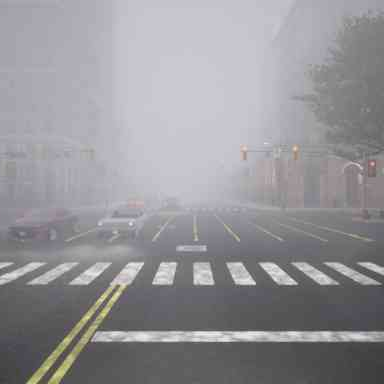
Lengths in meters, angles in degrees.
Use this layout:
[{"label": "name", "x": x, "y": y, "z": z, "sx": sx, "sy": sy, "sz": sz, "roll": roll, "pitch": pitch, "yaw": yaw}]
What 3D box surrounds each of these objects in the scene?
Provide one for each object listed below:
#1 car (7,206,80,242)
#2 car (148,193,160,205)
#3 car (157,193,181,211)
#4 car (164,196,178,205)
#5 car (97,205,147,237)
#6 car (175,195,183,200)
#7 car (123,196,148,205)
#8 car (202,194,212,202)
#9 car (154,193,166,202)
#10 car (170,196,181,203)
[{"label": "car", "x": -7.122, "y": 1.475, "z": 16.441, "sx": 1.882, "sy": 1.535, "sz": 5.008, "roll": 0, "pitch": 0, "yaw": 0}, {"label": "car", "x": -7.171, "y": 1.211, "z": 61.232, "sx": 2.150, "sy": 2.045, "sz": 5.566, "roll": 0, "pitch": 0, "yaw": 1}, {"label": "car", "x": -2.649, "y": 1.344, "z": 40.290, "sx": 2.097, "sy": 1.767, "sz": 4.553, "roll": 0, "pitch": 0, "yaw": -11}, {"label": "car", "x": -3.678, "y": 1.482, "z": 58.631, "sx": 2.128, "sy": 1.511, "sz": 4.902, "roll": 0, "pitch": 0, "yaw": 0}, {"label": "car", "x": -3.631, "y": 1.598, "z": 17.955, "sx": 1.895, "sy": 1.301, "sz": 4.718, "roll": 0, "pitch": 0, "yaw": 0}, {"label": "car", "x": -3.379, "y": 1.330, "z": 87.727, "sx": 1.895, "sy": 1.301, "sz": 4.718, "roll": 0, "pitch": 0, "yaw": 0}, {"label": "car", "x": -7.170, "y": 1.344, "z": 41.343, "sx": 2.097, "sy": 1.767, "sz": 4.553, "roll": 0, "pitch": 0, "yaw": 0}, {"label": "car", "x": 3.540, "y": 1.343, "z": 78.288, "sx": 2.097, "sy": 1.767, "sz": 4.553, "roll": 0, "pitch": 0, "yaw": 0}, {"label": "car", "x": -7.001, "y": 1.213, "z": 73.655, "sx": 2.150, "sy": 2.045, "sz": 5.566, "roll": 0, "pitch": 0, "yaw": 0}, {"label": "car", "x": -3.514, "y": 1.528, "z": 72.174, "sx": 2.033, "sy": 1.411, "sz": 5.357, "roll": 0, "pitch": 0, "yaw": 0}]
